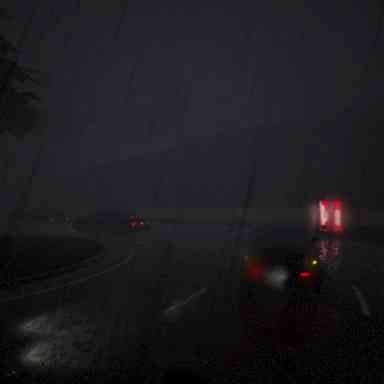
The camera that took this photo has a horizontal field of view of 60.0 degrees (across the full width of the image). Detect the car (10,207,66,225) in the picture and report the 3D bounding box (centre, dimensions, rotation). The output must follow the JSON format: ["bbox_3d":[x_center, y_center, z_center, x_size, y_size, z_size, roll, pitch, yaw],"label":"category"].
[{"bbox_3d":[-13.417,2.135,29.401,4.892,1.490,1.837,0,-1,2],"label":"car"}]

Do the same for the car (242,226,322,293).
[{"bbox_3d":[2.538,1.685,9.346,1.812,1.442,4.674,0,-1,17],"label":"car"}]

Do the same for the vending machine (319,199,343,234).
[{"bbox_3d":[8.716,1.523,20.869,1.100,2.100,0.880,0,-1,-24],"label":"vending machine"}]

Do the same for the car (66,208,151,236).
[{"bbox_3d":[-5.212,1.975,21.252,5.357,1.411,2.033,-1,-1,30],"label":"car"}]

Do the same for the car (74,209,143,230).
[{"bbox_3d":[-6.315,2.012,25.236,4.892,1.490,1.837,-1,-3,21],"label":"car"}]
